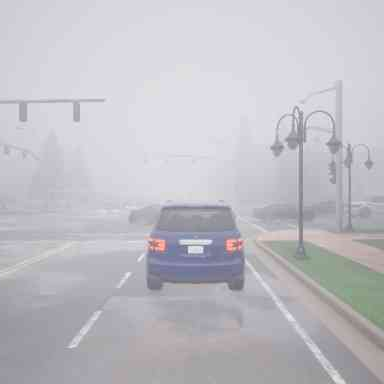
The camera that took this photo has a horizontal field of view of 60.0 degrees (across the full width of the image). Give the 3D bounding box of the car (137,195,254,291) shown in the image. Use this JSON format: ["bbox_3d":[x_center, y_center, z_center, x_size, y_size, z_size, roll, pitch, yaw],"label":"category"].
[{"bbox_3d":[0.087,1.221,9.185,2.150,2.045,5.566,0,0,0],"label":"car"}]

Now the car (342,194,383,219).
[{"bbox_3d":[16.211,1.221,28.810,5.566,2.045,2.150,0,0,-1],"label":"car"}]

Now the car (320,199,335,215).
[{"bbox_3d":[12.766,1.505,32.290,4.892,1.490,1.837,0,0,-1],"label":"car"}]

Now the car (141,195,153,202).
[{"bbox_3d":[-10.440,1.540,76.957,2.033,1.411,5.357,0,0,0],"label":"car"}]

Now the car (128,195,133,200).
[{"bbox_3d":[-10.540,1.564,53.555,1.994,1.385,4.181,0,0,1],"label":"car"}]

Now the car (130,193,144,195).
[{"bbox_3d":[-10.480,1.477,65.576,1.882,1.535,5.008,0,0,0],"label":"car"}]

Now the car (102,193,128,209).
[{"bbox_3d":[-10.557,1.352,44.925,2.097,1.767,4.553,0,0,0],"label":"car"}]

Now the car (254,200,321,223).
[{"bbox_3d":[6.873,1.525,25.034,4.674,1.442,1.812,0,0,0],"label":"car"}]

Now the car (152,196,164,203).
[{"bbox_3d":[-6.959,1.505,68.062,1.837,1.490,4.892,0,0,0],"label":"car"}]

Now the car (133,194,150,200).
[{"bbox_3d":[-7.045,1.477,48.997,1.882,1.535,5.008,0,0,0],"label":"car"}]

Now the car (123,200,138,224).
[{"bbox_3d":[-1.605,1.477,21.578,5.008,1.535,1.882,0,0,1],"label":"car"}]

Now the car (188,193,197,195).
[{"bbox_3d":[0.061,1.544,77.933,1.994,1.385,4.181,0,0,0],"label":"car"}]

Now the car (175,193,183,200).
[{"bbox_3d":[-3.432,1.210,87.778,2.097,1.767,4.553,0,0,0],"label":"car"}]
